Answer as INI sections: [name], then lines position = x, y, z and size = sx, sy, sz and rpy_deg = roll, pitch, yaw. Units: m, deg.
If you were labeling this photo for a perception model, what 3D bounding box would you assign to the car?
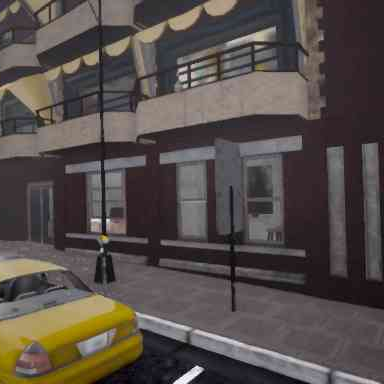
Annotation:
[car]
position = -2.862, 1.527, 4.788
size = 4.829, 1.417, 1.752
rpy_deg = 0, -2, 36
